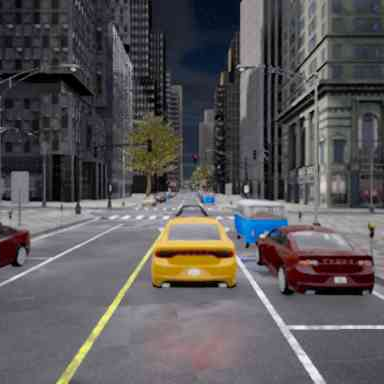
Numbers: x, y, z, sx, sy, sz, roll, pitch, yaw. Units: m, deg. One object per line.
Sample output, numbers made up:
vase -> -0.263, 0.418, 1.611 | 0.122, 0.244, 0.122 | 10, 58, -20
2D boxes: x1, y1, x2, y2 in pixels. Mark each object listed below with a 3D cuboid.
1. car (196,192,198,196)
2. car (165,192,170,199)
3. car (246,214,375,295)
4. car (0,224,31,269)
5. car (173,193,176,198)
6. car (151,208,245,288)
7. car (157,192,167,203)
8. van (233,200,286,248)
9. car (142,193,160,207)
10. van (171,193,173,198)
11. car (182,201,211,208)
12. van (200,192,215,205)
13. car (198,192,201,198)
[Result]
car -> 2.552, 1.121, 73.577 | 2.008, 1.369, 4.403 | 0, 0, 0
car -> -5.939, 0.943, 62.369 | 2.192, 1.841, 5.009 | 0, 0, 0
car -> 2.758, 1.490, 8.416 | 1.887, 1.381, 4.507 | 0, 0, 0
car -> -5.797, 1.489, 8.409 | 1.887, 1.381, 4.507 | 0, 0, 0
car -> -6.018, 1.058, 88.814 | 1.947, 1.339, 4.313 | 0, 0, 0
car -> 0.059, 1.419, 9.076 | 1.882, 1.535, 5.008 | 0, 1, 0
car -> -5.924, 1.202, 57.081 | 1.887, 1.381, 4.507 | 0, 0, 0
van -> 2.743, 1.252, 13.940 | 1.690, 1.788, 3.998 | 0, 0, 0
car -> -5.898, 1.243, 46.331 | 1.752, 1.417, 4.829 | 0, 0, 0
van -> -5.986, 0.886, 78.236 | 1.690, 1.788, 3.998 | 0, 0, 0
car -> 0.006, 1.442, 19.197 | 1.994, 1.385, 4.181 | 0, 0, 0
van -> 2.617, 1.028, 51.923 | 1.690, 1.788, 3.998 | 0, 0, 0
car -> 2.584, 1.172, 62.750 | 1.887, 1.381, 4.507 | 0, 0, 0
